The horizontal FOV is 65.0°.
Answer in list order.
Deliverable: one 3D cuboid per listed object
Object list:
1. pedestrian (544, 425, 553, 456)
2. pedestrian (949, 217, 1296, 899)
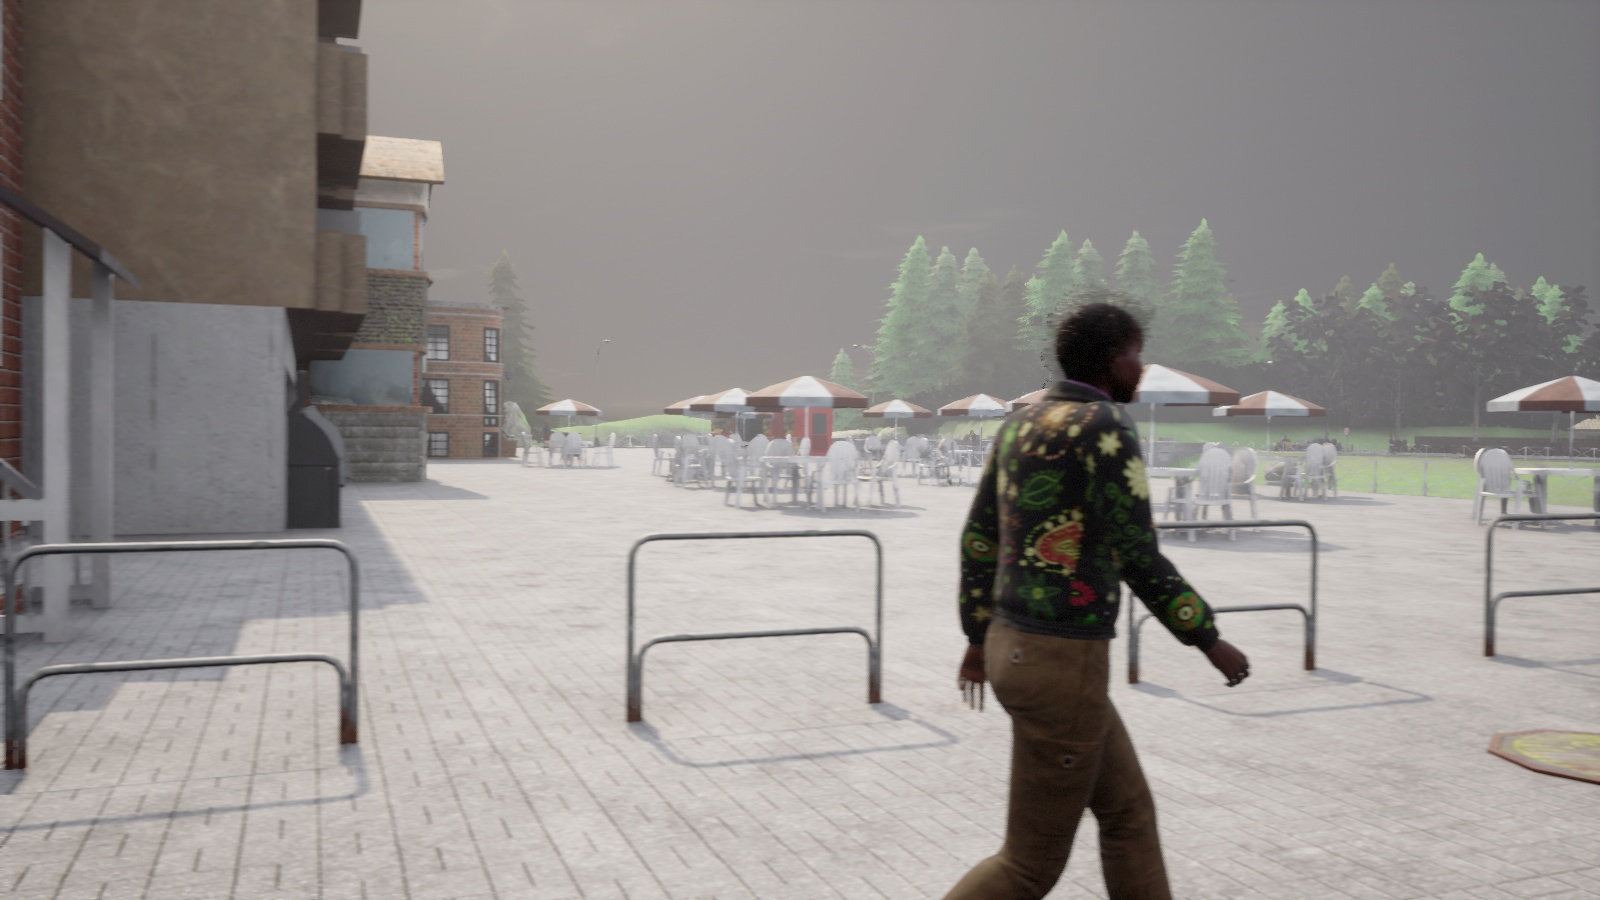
[{"bbox_3d":[-15.074,-0.546,75.226,0.353,1.847,0.614,-1,1,-22],"label":"pedestrian"},{"bbox_3d":[0.758,0.450,3.009,0.692,1.930,0.395,-1,1,-11],"label":"pedestrian"}]
